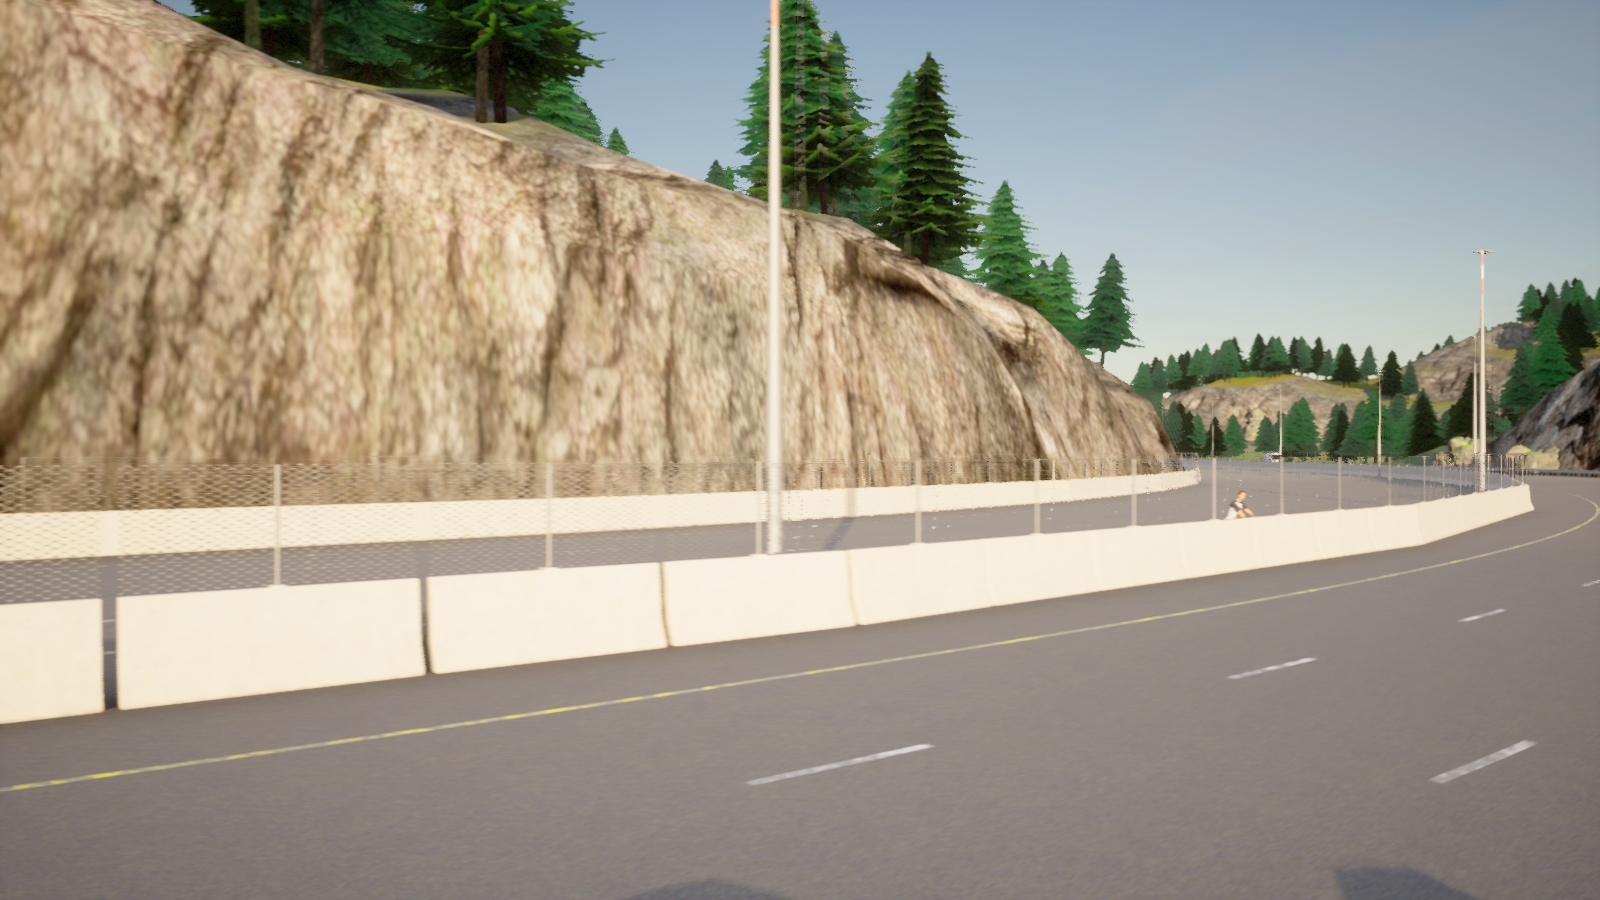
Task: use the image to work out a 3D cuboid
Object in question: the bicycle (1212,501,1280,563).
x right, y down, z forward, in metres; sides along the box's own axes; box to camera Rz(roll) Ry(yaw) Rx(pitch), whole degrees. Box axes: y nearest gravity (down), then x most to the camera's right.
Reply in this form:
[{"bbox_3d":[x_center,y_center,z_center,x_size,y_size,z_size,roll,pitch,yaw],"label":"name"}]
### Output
[{"bbox_3d":[11.415,2.082,29.276,0.373,1.514,1.643,1,-2,-40],"label":"bicycle"}]
